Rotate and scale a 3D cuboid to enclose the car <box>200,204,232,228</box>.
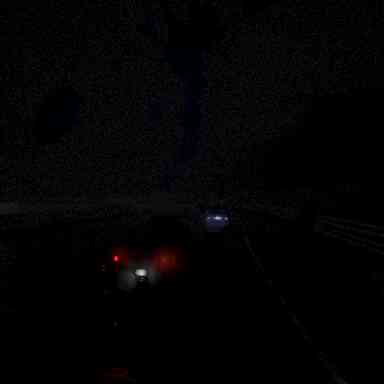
[{"bbox_3d":[2.076,1.932,25.746,2.033,1.411,5.357,0,-1,7],"label":"car"}]

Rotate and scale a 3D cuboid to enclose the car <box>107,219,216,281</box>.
[{"bbox_3d":[-0.705,1.754,10.466,1.895,1.301,4.718,0,-1,15],"label":"car"}]

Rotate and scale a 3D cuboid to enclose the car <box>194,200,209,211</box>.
[{"bbox_3d":[1.831,2.282,53.374,2.128,1.511,4.902,0,-1,-8],"label":"car"}]
